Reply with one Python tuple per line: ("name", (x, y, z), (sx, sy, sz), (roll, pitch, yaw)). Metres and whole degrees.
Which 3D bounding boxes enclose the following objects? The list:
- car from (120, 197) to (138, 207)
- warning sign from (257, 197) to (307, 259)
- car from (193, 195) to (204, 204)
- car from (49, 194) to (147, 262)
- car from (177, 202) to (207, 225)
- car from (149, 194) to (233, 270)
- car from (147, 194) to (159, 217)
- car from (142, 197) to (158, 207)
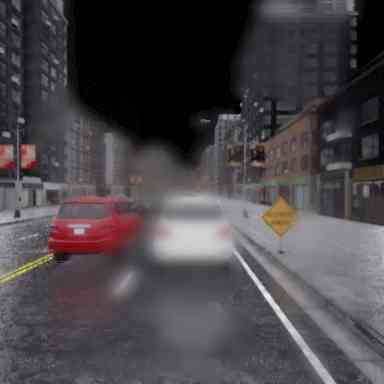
("car", (-9.842, 1.515, 52.351), (1.994, 1.385, 4.181), (0, 0, 0))
("warning sign", (2.848, 1.100, 10.677), (1.300, 1.860, 1.060), (0, 0, 0))
("car", (1.112, 1.394, 60.870), (1.801, 1.575, 5.366), (0, 0, 0))
("car", (-3.195, 1.205, 12.132), (2.150, 2.045, 5.566), (0, 0, 0))
("car", (0.032, 1.518, 25.134), (2.033, 1.411, 5.357), (0, 0, 0))
("car", (0.050, 1.205, 11.107), (2.150, 2.045, 5.566), (0, 0, 0))
("car", (-3.197, 1.193, 27.725), (2.150, 2.045, 5.566), (0, 0, 0))
("car", (-6.594, 1.515, 52.438), (1.994, 1.385, 4.181), (0, 0, 0))
